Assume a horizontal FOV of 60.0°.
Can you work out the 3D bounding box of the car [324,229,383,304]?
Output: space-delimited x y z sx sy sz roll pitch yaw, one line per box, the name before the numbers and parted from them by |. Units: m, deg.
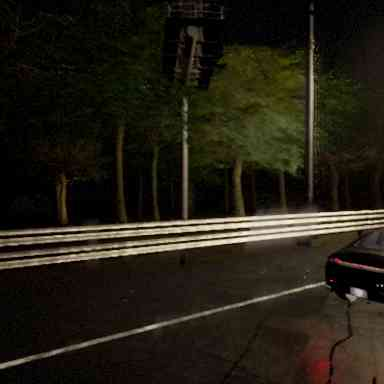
car | 4.851 1.514 7.051 4.902 1.511 2.128 0 0 -34
